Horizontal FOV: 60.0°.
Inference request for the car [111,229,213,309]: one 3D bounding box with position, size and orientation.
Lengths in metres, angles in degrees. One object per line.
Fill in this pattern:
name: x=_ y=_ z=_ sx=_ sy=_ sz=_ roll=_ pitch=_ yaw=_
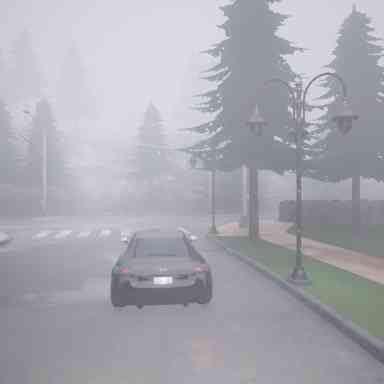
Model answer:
car: x=-0.773 y=1.565 z=7.988 sx=1.994 sy=1.385 sz=4.181 roll=0 pitch=0 yaw=-7
